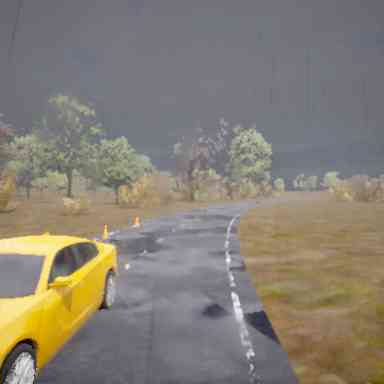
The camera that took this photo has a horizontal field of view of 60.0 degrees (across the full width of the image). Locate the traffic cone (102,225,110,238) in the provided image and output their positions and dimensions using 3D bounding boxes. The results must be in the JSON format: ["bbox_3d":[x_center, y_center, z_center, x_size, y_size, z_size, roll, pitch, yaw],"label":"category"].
[{"bbox_3d":[-4.078,1.879,15.713,0.340,0.580,0.340,0,0,6],"label":"traffic cone"}]

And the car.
[{"bbox_3d":[-2.531,1.450,4.908,1.882,1.535,5.008,0,0,3],"label":"car"}]

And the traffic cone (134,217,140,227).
[{"bbox_3d":[-3.424,1.860,20.761,0.340,0.580,0.340,0,0,8],"label":"traffic cone"}]
